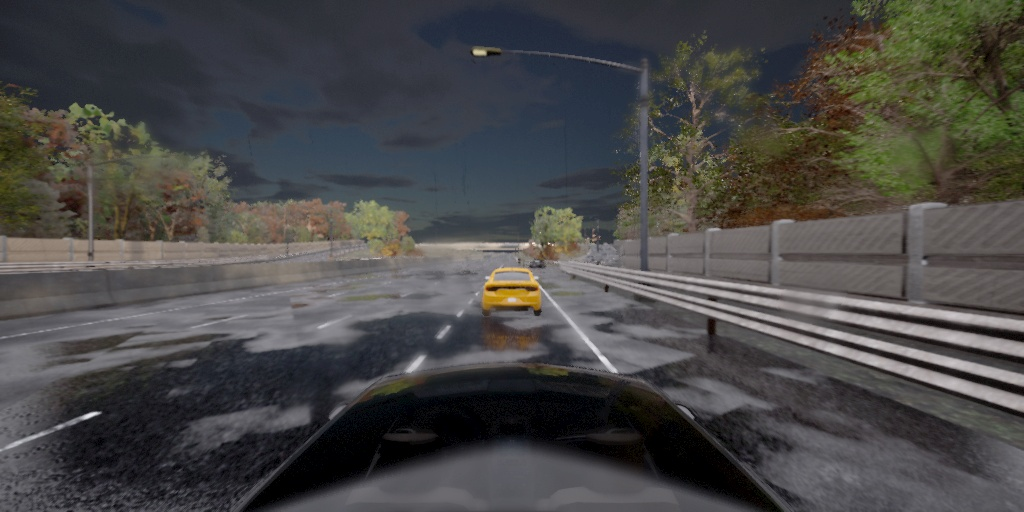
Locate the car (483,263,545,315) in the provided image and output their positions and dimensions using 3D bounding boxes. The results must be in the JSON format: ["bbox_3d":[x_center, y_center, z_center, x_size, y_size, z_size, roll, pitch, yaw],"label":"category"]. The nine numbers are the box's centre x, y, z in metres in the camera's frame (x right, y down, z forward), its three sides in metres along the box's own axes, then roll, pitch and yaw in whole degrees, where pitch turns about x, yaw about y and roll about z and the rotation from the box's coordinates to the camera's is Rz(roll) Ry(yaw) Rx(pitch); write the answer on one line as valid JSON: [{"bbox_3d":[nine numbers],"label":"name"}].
[{"bbox_3d":[-0.002,1.177,13.380,1.882,1.535,5.008,0,0,0],"label":"car"}]

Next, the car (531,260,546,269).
[{"bbox_3d":[4.057,1.286,55.662,1.812,1.442,4.674,0,-1,17],"label":"car"}]
